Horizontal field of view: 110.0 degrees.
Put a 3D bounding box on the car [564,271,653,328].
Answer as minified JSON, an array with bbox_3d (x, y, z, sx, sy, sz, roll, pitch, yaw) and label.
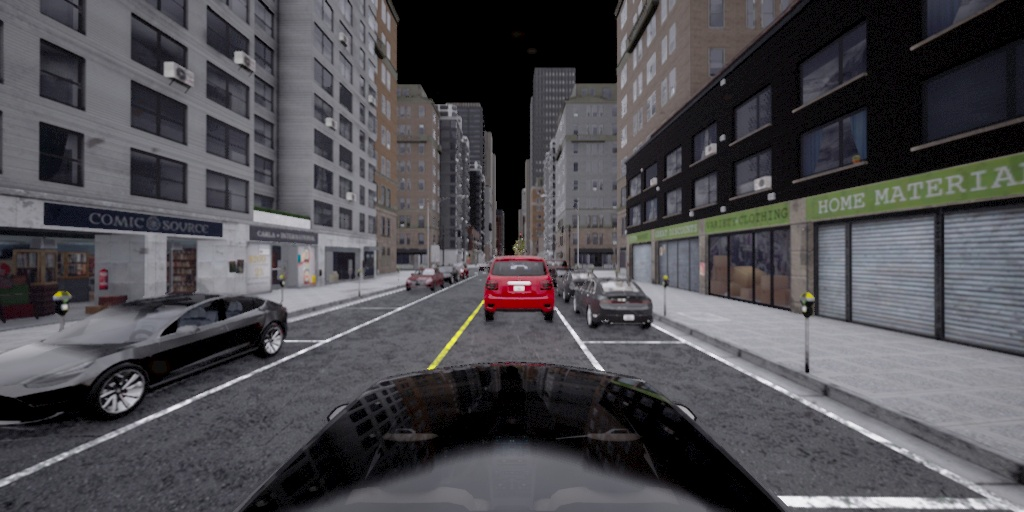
[{"bbox_3d":[3.000,1.336,11.271,2.007,1.370,4.403,0,0,1],"label":"car"}]

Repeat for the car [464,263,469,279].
[{"bbox_3d":[-5.147,1.306,33.503,1.967,1.591,4.097,0,0,1],"label":"car"}]

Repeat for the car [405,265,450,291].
[{"bbox_3d":[-5.336,1.407,22.454,1.802,1.307,4.207,0,0,1],"label":"car"}]

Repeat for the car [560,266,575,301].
[{"bbox_3d":[3.095,1.356,16.794,2.007,1.370,4.403,0,0,1],"label":"car"}]

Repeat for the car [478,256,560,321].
[{"bbox_3d":[0.264,1.014,12.852,2.150,2.045,5.566,0,0,1],"label":"car"}]

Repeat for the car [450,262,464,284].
[{"bbox_3d":[-5.242,1.412,27.979,1.948,1.339,4.313,0,0,1],"label":"car"}]

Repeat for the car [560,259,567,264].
[{"bbox_3d":[3.283,1.161,27.840,2.192,1.841,5.009,0,0,1],"label":"car"}]

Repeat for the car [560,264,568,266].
[{"bbox_3d":[3.189,1.392,22.316,1.948,1.339,4.313,0,0,1],"label":"car"}]

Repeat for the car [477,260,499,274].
[{"bbox_3d":[-2.415,1.090,37.228,1.895,1.301,4.718,0,0,1],"label":"car"}]

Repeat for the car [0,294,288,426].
[{"bbox_3d":[-5.619,1.330,5.881,1.948,1.339,4.313,0,0,1],"label":"car"}]
